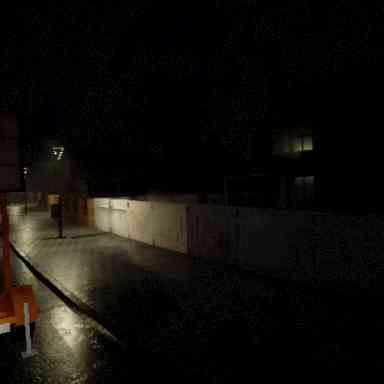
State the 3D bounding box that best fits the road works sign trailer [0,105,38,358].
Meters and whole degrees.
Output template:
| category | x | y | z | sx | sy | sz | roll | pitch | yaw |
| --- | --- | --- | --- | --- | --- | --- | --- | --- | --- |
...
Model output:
| category | x | y | z | sx | sy | sz | roll | pitch | yaw |
| --- | --- | --- | --- | --- | --- | --- | --- | --- | --- |
| road works sign trailer | -3.845 | 0.438 | 4.976 | 2.380 | 3.560 | 2.880 | -2 | 2 | -35 |
